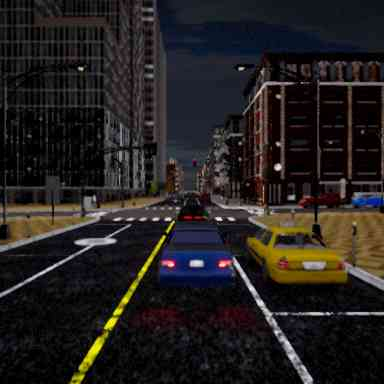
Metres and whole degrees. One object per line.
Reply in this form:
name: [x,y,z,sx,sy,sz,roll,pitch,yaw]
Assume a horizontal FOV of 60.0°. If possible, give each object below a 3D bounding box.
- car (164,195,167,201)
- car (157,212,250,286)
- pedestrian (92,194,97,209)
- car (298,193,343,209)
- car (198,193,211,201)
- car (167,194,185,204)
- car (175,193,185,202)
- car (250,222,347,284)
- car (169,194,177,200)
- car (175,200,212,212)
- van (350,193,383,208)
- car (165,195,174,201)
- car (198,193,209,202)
car: [-5.322,1.394,75.122,2.008,1.369,4.403,0,0,0]
car: [0.096,1.526,9.383,2.033,1.411,5.357,0,0,0]
pedestrian: [-12.352,1.180,42.125,0.375,1.860,0.375,0,1,-1]
car: [15.311,1.009,39.481,5.009,1.841,2.192,-1,1,-1]
car: [2.559,1.181,63.936,2.192,1.841,5.009,0,0,0]
car: [-2.812,1.367,59.154,2.128,1.511,4.902,0,0,0]
car: [-2.756,1.199,74.997,2.097,1.767,4.553,0,0,0]
car: [2.564,1.505,9.290,1.752,1.417,4.829,0,0,0]
car: [-5.323,1.361,91.901,2.008,1.369,4.403,0,0,0]
car: [0.082,1.463,19.179,1.837,1.490,4.892,0,0,0]
van: [20.966,0.965,39.541,3.998,1.788,1.690,-1,1,-1]
car: [-5.323,1.377,80.715,1.887,1.381,4.507,0,0,0]
car: [2.558,1.158,75.122,2.192,1.841,5.009,0,0,0]
